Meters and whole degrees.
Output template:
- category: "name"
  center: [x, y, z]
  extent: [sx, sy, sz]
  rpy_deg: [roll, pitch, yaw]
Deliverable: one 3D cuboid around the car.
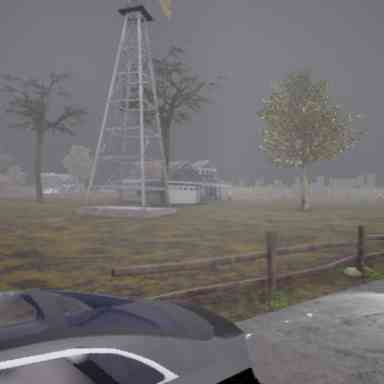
- category: "car"
  center: [-1.719, 1.487, 1.806]
  extent: [4.902, 1.511, 2.128]
  rpy_deg: [1, 0, -37]
